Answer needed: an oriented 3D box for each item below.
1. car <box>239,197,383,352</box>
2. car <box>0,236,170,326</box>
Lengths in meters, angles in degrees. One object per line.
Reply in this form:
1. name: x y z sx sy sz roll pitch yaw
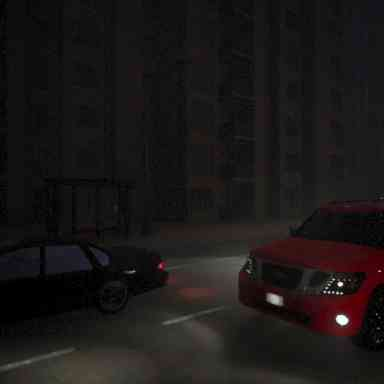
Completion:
1. car: 3.440 1.232 6.570 5.566 2.045 2.150 0 0 -37
2. car: -3.051 1.574 6.151 5.357 1.411 2.033 0 0 -35
